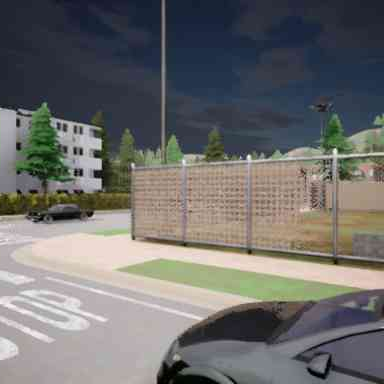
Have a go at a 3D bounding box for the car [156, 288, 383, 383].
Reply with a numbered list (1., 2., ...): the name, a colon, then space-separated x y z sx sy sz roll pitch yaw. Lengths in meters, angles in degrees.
1. car: 1.702 1.564 2.743 4.181 1.385 1.994 0 0 36

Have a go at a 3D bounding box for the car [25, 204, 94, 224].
1. car: -9.759 1.586 24.762 1.895 1.301 4.718 0 0 35
